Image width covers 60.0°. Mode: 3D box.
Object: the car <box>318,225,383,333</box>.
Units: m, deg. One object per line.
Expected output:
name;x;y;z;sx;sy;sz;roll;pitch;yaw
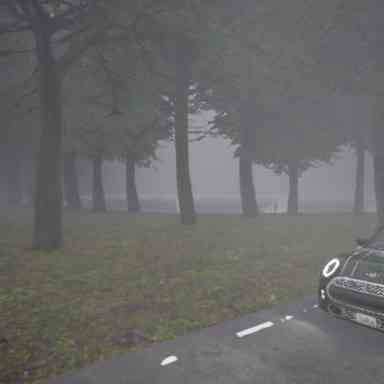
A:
car;4.424;1.311;6.311;4.553;1.767;2.097;0;0;-36
